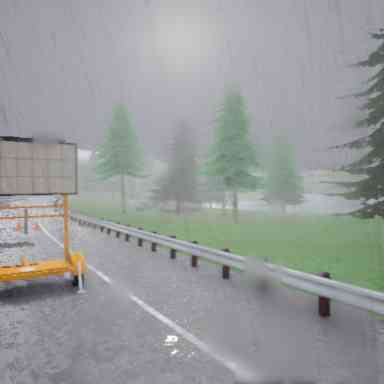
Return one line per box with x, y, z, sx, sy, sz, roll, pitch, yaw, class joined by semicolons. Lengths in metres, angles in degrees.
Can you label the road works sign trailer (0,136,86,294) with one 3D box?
-4.062;0.483;8.119;2.380;3.560;2.880;-1;0;-30;road works sign trailer
